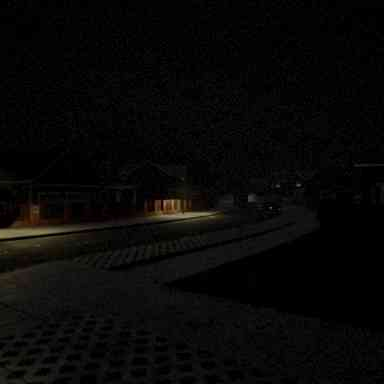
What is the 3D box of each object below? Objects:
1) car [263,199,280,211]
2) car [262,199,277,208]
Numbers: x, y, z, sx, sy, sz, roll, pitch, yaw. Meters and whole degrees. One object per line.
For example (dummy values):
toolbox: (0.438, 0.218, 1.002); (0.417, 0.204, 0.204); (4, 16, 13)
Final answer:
car: (10.233, 1.690, 42.952); (1.837, 1.490, 4.892); (0, 0, 15)
car: (12.354, 1.824, 53.129); (1.895, 1.301, 4.718); (0, 0, 8)
